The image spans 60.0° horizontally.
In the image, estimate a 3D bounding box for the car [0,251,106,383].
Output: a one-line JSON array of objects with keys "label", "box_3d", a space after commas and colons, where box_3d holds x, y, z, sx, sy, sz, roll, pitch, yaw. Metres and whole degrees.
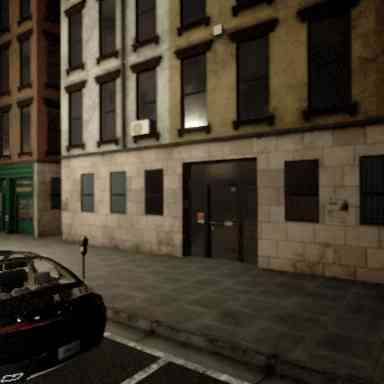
[{"label": "car", "box_3d": [-3.187, 1.591, 5.090, 4.403, 1.369, 2.008, -1, 0, 36]}]
